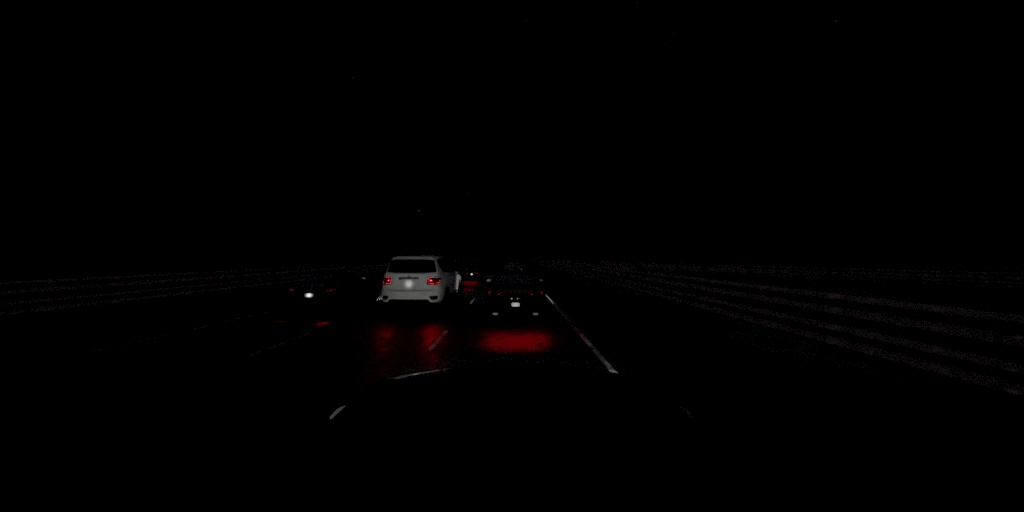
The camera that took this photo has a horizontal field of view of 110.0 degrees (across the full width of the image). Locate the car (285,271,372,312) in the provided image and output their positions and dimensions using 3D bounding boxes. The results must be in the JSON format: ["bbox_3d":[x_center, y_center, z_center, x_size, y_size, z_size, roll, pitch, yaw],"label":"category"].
[{"bbox_3d":[-6.898,1.293,14.188,1.994,1.385,4.181,0,0,0],"label":"car"}]

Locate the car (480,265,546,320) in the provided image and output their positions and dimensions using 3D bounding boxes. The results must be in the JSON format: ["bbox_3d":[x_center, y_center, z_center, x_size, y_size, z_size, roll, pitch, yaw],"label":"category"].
[{"bbox_3d":[0.102,1.233,12.679,1.882,1.535,5.008,0,0,0],"label":"car"}]

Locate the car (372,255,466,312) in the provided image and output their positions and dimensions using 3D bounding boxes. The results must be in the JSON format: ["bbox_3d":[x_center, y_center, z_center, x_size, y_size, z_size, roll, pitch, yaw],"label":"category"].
[{"bbox_3d":[-3.406,0.976,14.449,2.150,2.045,5.566,0,0,0],"label":"car"}]

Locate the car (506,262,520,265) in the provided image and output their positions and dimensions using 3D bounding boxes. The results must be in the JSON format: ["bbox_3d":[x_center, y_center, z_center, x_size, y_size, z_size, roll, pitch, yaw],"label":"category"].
[{"bbox_3d":[0.107,1.310,33.600,1.812,1.442,4.674,0,0,0],"label":"car"}]

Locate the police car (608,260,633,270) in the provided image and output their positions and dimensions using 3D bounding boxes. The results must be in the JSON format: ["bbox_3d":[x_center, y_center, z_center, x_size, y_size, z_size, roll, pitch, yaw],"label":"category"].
[{"bbox_3d":[17.027,1.456,56.782,2.038,1.542,4.974,0,0,-17],"label":"police car"}]

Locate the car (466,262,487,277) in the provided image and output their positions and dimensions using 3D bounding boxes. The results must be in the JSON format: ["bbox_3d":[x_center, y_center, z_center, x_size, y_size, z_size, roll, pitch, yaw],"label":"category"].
[{"bbox_3d":[-3.393,1.288,32.683,1.837,1.490,4.892,0,0,0],"label":"car"}]
